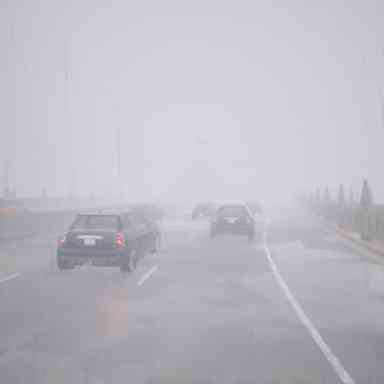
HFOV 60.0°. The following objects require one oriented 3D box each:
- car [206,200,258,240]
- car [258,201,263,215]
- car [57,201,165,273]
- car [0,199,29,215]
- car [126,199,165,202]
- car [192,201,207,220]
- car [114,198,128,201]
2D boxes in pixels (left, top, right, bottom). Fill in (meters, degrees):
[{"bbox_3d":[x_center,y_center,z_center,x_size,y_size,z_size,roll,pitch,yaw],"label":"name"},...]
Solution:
[{"bbox_3d":[2.264,1.386,17.513,2.097,1.767,4.553,0,0,12],"label":"car"},{"bbox_3d":[6.478,1.594,35.356,1.882,1.535,5.008,0,0,14],"label":"car"},{"bbox_3d":[-2.462,1.354,10.957,2.097,1.767,4.553,0,0,7],"label":"car"},{"bbox_3d":[-14.345,1.345,24.562,2.097,1.767,4.553,0,0,13],"label":"car"},{"bbox_3d":[-3.403,1.539,24.218,1.837,1.490,4.892,0,0,13],"label":"car"},{"bbox_3d":[1.282,1.573,28.772,1.837,1.490,4.892,0,0,14],"label":"car"},{"bbox_3d":[-11.121,1.650,52.206,1.812,1.442,4.674,0,-1,14],"label":"car"}]
